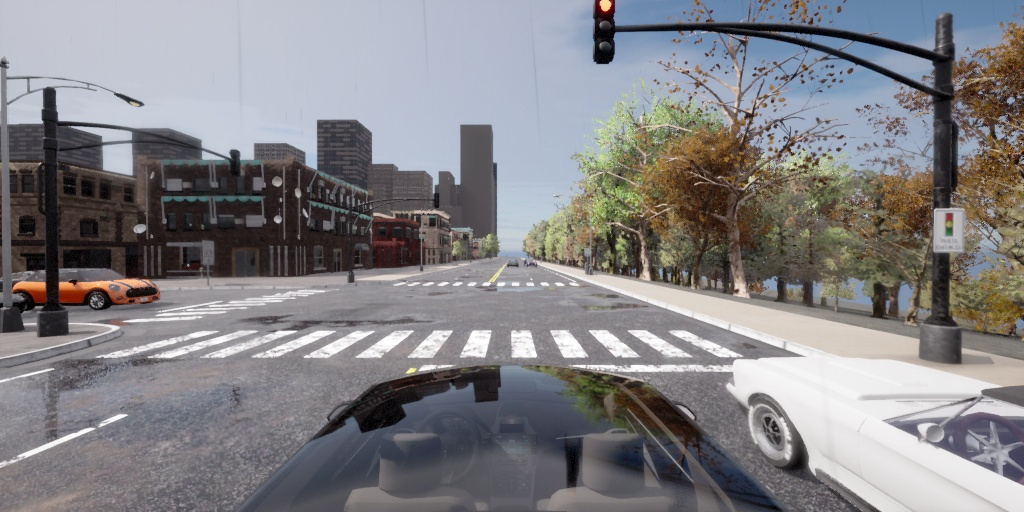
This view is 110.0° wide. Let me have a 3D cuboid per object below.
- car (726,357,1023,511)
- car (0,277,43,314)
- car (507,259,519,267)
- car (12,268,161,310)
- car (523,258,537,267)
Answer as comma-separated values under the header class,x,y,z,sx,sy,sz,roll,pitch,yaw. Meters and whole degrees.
class,x,y,z,sx,sy,sz,roll,pitch,yaw
car,3.350,1.351,1.900,1.895,1.301,4.718,0,0,0
car,-19.935,1.565,12.550,4.313,1.339,1.948,0,0,0
car,0.160,1.290,63.407,1.994,1.385,4.181,0,0,1
car,-17.965,1.301,15.284,4.553,1.767,2.097,-1,1,-1
car,3.422,1.327,63.685,1.895,1.301,4.718,0,0,0
